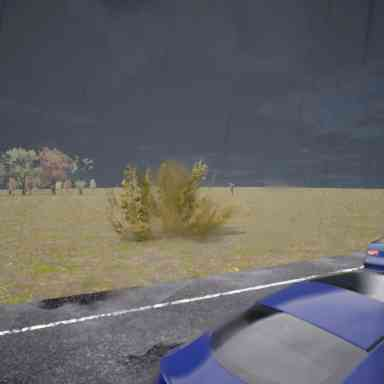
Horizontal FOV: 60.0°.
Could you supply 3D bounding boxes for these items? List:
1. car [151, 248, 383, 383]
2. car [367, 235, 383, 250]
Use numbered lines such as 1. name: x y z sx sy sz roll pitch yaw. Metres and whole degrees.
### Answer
1. car: 1.840 1.526 3.070 4.674 1.442 1.812 0 0 -29
2. car: 6.717 1.549 9.418 5.357 1.411 2.033 0 0 -42
